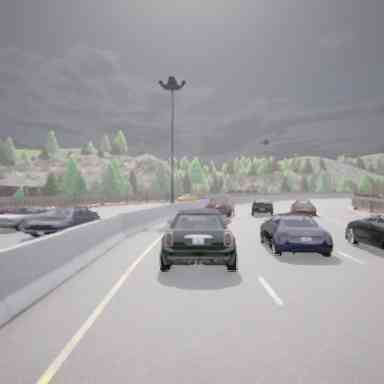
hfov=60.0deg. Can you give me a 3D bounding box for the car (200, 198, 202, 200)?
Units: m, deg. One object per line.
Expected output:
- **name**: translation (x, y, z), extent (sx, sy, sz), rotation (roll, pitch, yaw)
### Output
- **car**: translation (3.268, 1.170, 59.687), extent (1.882, 1.535, 5.008), rotation (0, 0, 30)

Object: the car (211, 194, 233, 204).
- **car**: translation (5.089, 1.175, 55.779), extent (1.882, 1.535, 5.008), rotation (0, 0, 29)

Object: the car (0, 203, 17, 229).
- **car**: translation (-9.864, 1.504, 19.498), extent (1.895, 1.301, 4.718), rotation (0, 0, 6)

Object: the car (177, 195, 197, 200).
- **car**: translation (-0.929, 1.191, 59.396), extent (1.882, 1.535, 5.008), rotation (0, 0, 29)

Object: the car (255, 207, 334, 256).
- **car**: translation (3.823, 1.492, 12.805), extent (1.994, 1.385, 4.181), rotation (0, 0, 3)

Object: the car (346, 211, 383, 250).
- **car**: translation (7.270, 1.424, 11.970), extent (2.128, 1.511, 4.902), rotation (0, 0, 2)

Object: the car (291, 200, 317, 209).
- **car**: translation (9.964, 1.373, 29.823), extent (1.994, 1.385, 4.181), rotation (0, 0, 14)

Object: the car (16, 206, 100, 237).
- **car**: translation (-6.573, 1.456, 17.557), extent (2.033, 1.411, 5.357), rotation (0, 0, 5)

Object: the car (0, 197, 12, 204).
- **car**: translation (-13.146, 1.252, 21.087), extent (2.097, 1.767, 4.553), rotation (0, 0, 7)

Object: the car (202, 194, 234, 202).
- **car**: translation (2.505, 1.188, 28.598), extent (2.097, 1.767, 4.553), rotation (0, 0, 12)

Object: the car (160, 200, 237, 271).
- **car**: translation (0.233, 1.294, 10.828), extent (2.097, 1.767, 4.553), rotation (0, 0, 2)

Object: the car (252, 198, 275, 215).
- **car**: translation (6.562, 1.291, 30.670), extent (1.882, 1.535, 5.008), rotation (0, 0, 14)
